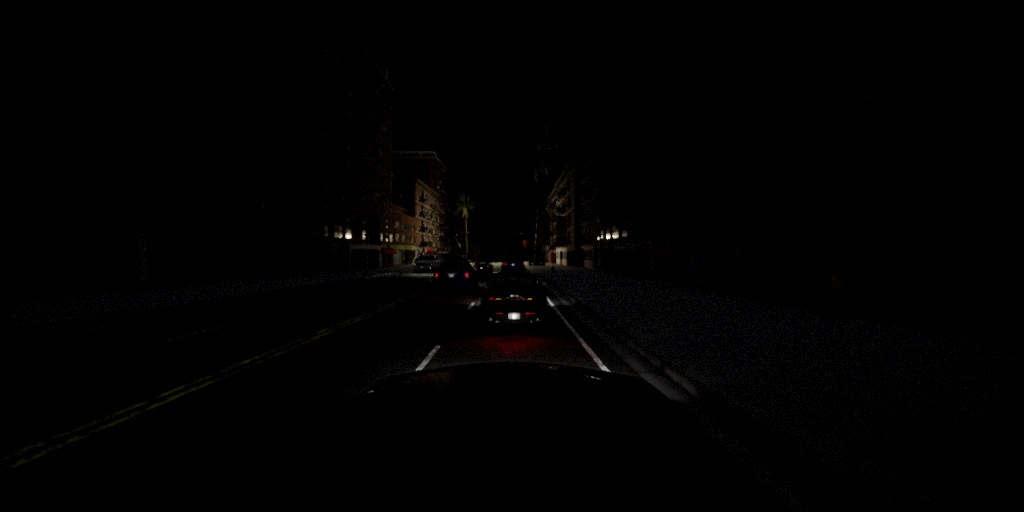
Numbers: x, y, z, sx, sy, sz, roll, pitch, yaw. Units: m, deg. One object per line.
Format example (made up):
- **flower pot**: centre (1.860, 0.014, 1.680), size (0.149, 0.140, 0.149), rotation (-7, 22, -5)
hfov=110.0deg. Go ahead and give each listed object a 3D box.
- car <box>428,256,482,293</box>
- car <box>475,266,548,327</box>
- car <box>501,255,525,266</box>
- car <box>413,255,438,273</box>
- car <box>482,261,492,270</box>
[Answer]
- **car**: centre (-3.153, 1.064, 20.768), size (2.097, 1.767, 4.553), rotation (0, 0, 0)
- **car**: centre (0.076, 1.241, 11.483), size (1.837, 1.490, 4.892), rotation (0, 1, 0)
- **car**: centre (0.101, 0.894, 35.683), size (2.150, 2.045, 5.566), rotation (0, 0, 0)
- **car**: centre (-9.841, 0.874, 41.937), size (2.150, 2.045, 5.566), rotation (0, 0, 0)
- **car**: centre (-3.150, 1.226, 39.002), size (1.994, 1.385, 4.181), rotation (0, 0, 0)
